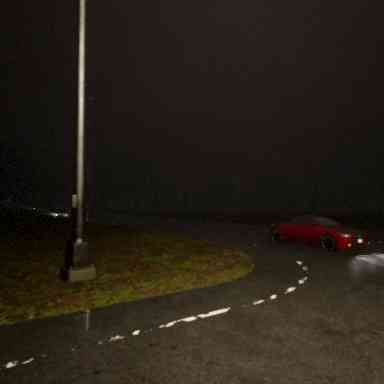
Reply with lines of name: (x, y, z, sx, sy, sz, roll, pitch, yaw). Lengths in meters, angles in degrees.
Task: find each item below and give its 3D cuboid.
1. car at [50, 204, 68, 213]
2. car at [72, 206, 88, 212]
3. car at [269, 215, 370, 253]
car: (-20.588, 2.512, 51.326, 1.812, 1.442, 4.674, 3, -3, -35)
car: (-22.054, 3.097, 65.324, 2.033, 1.411, 5.357, 4, -3, -35)
car: (5.442, 1.732, 14.667, 1.994, 1.385, 4.181, 3, -2, -35)
